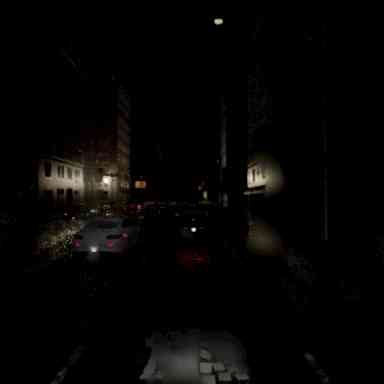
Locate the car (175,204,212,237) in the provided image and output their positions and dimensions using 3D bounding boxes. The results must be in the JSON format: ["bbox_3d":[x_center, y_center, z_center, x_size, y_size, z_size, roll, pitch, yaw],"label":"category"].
[{"bbox_3d":[0.086,1.663,19.148,1.837,1.490,4.892,0,-1,0],"label":"car"}]

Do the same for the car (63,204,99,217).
[{"bbox_3d":[-9.872,1.801,30.330,2.033,1.411,5.357,0,-1,0],"label":"car"}]

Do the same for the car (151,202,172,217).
[{"bbox_3d":[-3.173,1.786,35.204,2.128,1.511,4.902,0,-1,0],"label":"car"}]

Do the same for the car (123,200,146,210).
[{"bbox_3d":[-6.616,1.676,38.658,2.097,1.767,4.553,0,0,0],"label":"car"}]

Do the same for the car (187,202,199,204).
[{"bbox_3d":[0.075,1.828,36.047,1.812,1.442,4.674,0,-1,0],"label":"car"}]

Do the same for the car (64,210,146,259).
[{"bbox_3d":[-3.159,1.634,13.008,1.812,1.442,4.674,0,0,0],"label":"car"}]
